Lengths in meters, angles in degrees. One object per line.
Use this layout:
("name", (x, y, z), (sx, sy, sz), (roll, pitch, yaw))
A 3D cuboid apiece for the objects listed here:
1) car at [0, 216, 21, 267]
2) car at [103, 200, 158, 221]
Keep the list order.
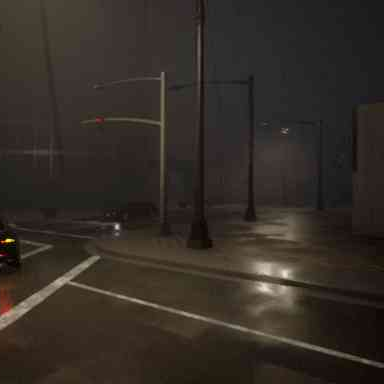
("car", (-6.712, 1.483, 10.546), (1.837, 1.490, 4.892), (-1, 1, -35))
("car", (-4.784, 1.449, 26.480), (1.837, 1.490, 4.892), (0, 0, 36))
